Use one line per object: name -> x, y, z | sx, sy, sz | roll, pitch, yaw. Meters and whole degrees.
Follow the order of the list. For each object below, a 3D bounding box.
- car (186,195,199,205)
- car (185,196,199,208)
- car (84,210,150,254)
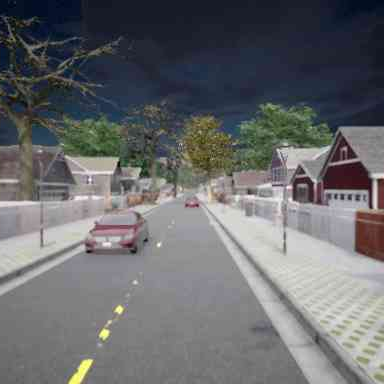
car -> 0.008, 1.363, 57.150 | 2.128, 1.511, 4.902 | 0, 0, 0
car -> 0.006, 1.458, 47.148 | 1.994, 1.385, 4.181 | 0, 0, 0
car -> -2.830, 1.494, 13.445 | 1.812, 1.442, 4.674 | 0, 0, 0
